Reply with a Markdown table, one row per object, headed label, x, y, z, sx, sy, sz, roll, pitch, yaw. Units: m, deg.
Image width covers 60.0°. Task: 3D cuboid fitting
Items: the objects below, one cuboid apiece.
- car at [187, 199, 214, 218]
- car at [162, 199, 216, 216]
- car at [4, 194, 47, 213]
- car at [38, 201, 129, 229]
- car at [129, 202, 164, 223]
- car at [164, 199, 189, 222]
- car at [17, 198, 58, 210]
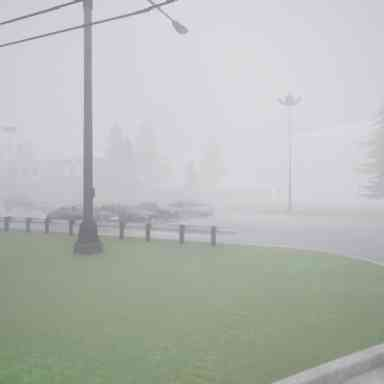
| label | x | y | z | sx | sy | sz | roll | pitch | yaw |
| --- | --- | --- | --- | --- | --- | --- | --- | --- | --- |
| car | -0.521 | 1.574 | 29.112 | 4.718 | 1.301 | 1.895 | 0 | 0 | 25 |
| car | -0.265 | 1.461 | 32.867 | 4.902 | 1.511 | 2.128 | 0 | 0 | 25 |
| car | -18.791 | 1.213 | 37.796 | 5.566 | 2.045 | 2.150 | 0 | 0 | 25 |
| car | -6.685 | 1.483 | 20.417 | 4.902 | 1.511 | 2.128 | 0 | 0 | 25 |
| car | -4.970 | 1.532 | 23.476 | 5.357 | 1.411 | 2.033 | 0 | 0 | 25 |
| car | -2.975 | 1.504 | 26.414 | 4.674 | 1.442 | 1.812 | 0 | 0 | 26 |
| car | -19.667 | 1.496 | 42.328 | 4.892 | 1.490 | 1.837 | -1 | 0 | 22 |
